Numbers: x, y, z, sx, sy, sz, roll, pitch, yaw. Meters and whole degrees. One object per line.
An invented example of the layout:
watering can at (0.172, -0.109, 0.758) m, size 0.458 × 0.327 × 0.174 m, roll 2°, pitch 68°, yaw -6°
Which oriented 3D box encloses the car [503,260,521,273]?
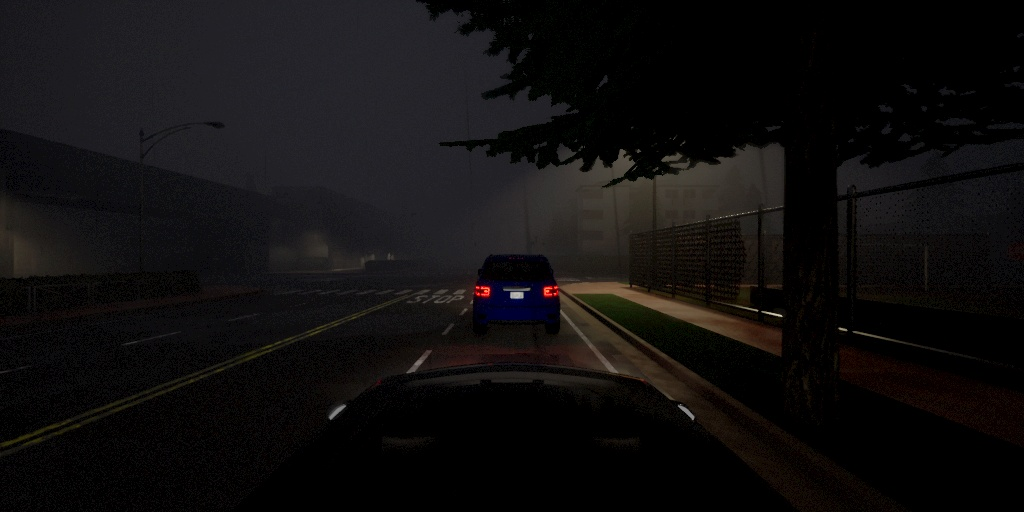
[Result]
car at (0.020, 1.257, 45.594) m, size 2.128 × 1.511 × 4.902 m, roll 0°, pitch 0°, yaw 0°

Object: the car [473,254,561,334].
car at (0.114, 0.975, 10.718) m, size 2.150 × 2.045 × 5.566 m, roll 0°, pitch 0°, yaw 0°
